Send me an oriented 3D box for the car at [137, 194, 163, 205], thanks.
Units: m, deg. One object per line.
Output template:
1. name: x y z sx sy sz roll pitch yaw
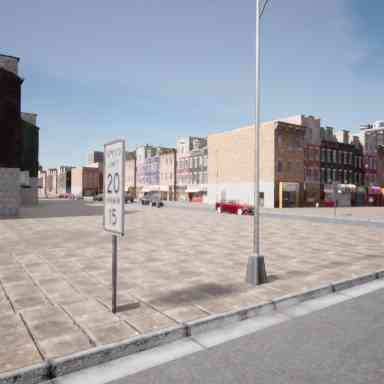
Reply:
1. car: -6.366 1.149 50.356 1.837 1.490 4.892 1 0 -35

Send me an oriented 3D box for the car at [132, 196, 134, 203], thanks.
1. car: -11.772 1.074 57.912 1.837 1.490 4.892 1 0 -35

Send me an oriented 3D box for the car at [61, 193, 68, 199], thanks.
1. car: -27.670 0.925 75.839 1.887 1.381 4.507 1 0 -35

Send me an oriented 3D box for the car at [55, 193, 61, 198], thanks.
1. car: -30.842 0.893 80.326 1.887 1.381 4.507 1 0 -35

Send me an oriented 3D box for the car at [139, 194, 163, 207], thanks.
1. car: -5.469 1.230 44.439 1.947 1.339 4.313 1 0 -35

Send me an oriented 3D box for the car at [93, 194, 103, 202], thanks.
1. car: -16.012 1.041 58.673 1.812 1.442 4.674 1 0 -35

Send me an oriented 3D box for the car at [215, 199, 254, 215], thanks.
1. car: 4.046 1.368 30.982 1.887 1.381 4.507 1 0 -35

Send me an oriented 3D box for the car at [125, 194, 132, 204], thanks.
1. car: -11.963 1.047 52.962 1.882 1.535 5.008 1 0 -35

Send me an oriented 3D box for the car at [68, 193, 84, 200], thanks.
1. car: -24.499 0.966 71.353 2.008 1.369 4.403 1 0 -35
